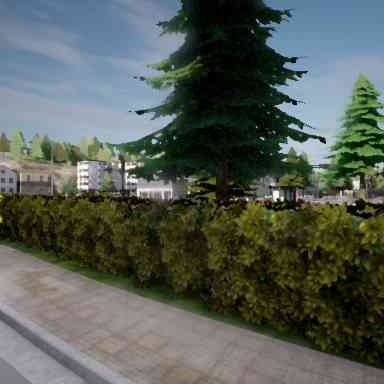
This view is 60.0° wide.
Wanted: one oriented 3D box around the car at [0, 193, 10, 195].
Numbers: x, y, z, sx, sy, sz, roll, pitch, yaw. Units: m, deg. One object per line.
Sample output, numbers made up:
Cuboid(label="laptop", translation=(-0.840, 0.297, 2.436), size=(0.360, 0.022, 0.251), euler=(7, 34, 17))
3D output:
Cuboid(label="car", translation=(-23.145, 1.330, 40.971), size=(5.027, 1.636, 2.152), euler=(0, 0, -45))

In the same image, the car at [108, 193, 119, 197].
Cuboid(label="car", translation=(-15.228, 1.097, 70.363), size=(4.605, 1.855, 1.932), euler=(0, 0, -45))

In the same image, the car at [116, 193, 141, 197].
Cuboid(label="car", translation=(-9.708, 1.384, 53.927), size=(3.806, 1.475, 1.970), euler=(0, 0, -45))

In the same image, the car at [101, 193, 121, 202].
Cuboid(label="car", translation=(-17.555, 1.077, 72.150), size=(3.866, 1.878, 1.905), euler=(0, 0, -45))

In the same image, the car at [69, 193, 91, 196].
Cuboid(label="car", translation=(-26.509, 1.154, 81.290), size=(5.027, 1.636, 2.152), euler=(0, 0, -45))

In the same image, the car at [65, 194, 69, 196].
Cuboid(label="car", translation=(-31.230, 1.232, 85.648), size=(3.806, 1.475, 1.970), euler=(0, 0, -45))

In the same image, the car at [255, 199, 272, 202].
Cuboid(label="car", translation=(9.885, 1.478, 44.371), size=(5.008, 1.535, 1.882), euler=(0, 0, -45))

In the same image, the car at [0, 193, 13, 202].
Cuboid(label="car", translation=(-41.123, 1.097, 71.368), size=(4.605, 1.855, 1.932), euler=(0, 0, -45))
